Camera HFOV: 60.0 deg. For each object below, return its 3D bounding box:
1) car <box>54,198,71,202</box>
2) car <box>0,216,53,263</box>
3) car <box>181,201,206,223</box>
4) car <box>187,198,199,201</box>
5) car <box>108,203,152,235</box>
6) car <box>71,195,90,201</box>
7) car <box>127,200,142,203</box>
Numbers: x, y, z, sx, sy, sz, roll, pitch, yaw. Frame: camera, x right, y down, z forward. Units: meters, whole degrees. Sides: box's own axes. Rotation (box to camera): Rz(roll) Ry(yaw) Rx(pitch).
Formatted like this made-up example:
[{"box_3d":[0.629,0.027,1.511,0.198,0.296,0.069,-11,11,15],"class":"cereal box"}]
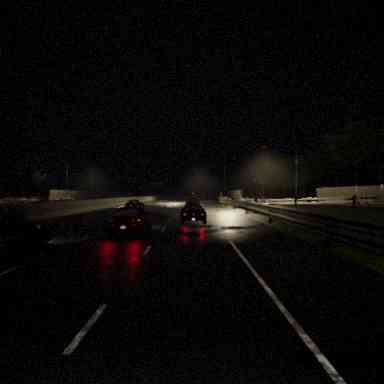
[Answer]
[{"box_3d":[-24.485,1.796,63.389,1.895,1.301,4.718,0,0,0],"class":"car"},{"box_3d":[-6.896,1.563,11.881,2.033,1.411,5.357,0,0,0],"class":"car"},{"box_3d":[0.107,1.644,25.827,1.895,1.301,4.718,0,0,0],"class":"car"},{"box_3d":[0.110,1.570,42.829,1.882,1.535,5.008,0,0,0],"class":"car"},{"box_3d":[-3.394,1.553,18.689,1.812,1.442,4.674,0,0,0],"class":"car"},{"box_3d":[-20.985,1.283,63.843,1.882,1.535,5.008,0,0,0],"class":"car"},{"box_3d":[-6.890,1.630,40.066,2.033,1.411,5.357,0,0,0],"class":"car"}]
